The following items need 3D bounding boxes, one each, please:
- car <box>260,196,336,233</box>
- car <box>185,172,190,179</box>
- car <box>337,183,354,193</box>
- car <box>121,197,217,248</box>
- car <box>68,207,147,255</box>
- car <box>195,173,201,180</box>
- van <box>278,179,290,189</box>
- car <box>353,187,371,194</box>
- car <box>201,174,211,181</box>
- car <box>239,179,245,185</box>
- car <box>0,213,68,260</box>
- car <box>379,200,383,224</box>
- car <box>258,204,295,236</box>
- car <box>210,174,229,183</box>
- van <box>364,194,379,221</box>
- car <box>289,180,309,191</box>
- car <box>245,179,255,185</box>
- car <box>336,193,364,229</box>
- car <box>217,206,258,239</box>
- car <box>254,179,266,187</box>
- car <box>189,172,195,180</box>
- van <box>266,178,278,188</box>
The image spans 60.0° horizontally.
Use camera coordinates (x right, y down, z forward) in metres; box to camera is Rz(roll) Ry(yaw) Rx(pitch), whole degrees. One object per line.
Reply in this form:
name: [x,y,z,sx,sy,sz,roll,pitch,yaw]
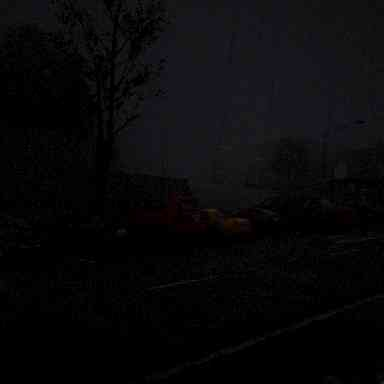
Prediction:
car: [5.385,1.263,20.274,5.566,2.045,2.435,-1,-1,35]
car: [0.290,-4.362,93.176,2.435,2.045,5.566,1,-1,35]
car: [26.216,-0.426,56.267,2.435,2.045,5.566,7,3,35]
car: [-1.993,1.248,15.096,5.566,2.045,2.435,-1,-1,35]
car: [-4.446,1.524,13.363,4.792,1.488,2.163,-1,-1,35]
car: [3.769,-3.850,88.342,2.185,1.767,4.553,6,3,34]
van: [19.292,-1.490,66.048,1.878,1.987,4.442,7,4,35]
car: [27.895,0.137,53.787,2.002,1.452,4.674,7,3,35]
car: [5.551,-3.698,85.867,2.435,2.045,5.566,7,4,34]
car: [12.462,-2.317,76.065,2.002,1.452,4.674,7,3,35]
car: [-6.874,1.493,11.628,4.892,1.521,2.231,-1,-1,35]
car: [12.870,1.403,25.364,4.553,1.767,2.185,-1,-1,36]
car: [2.950,1.549,18.528,4.674,1.452,2.002,-1,-1,35]
car: [7.392,-3.176,83.599,1.946,1.575,5.366,7,3,34]
van: [10.453,1.297,23.625,4.442,1.987,1.878,-1,-1,35]
car: [21.040,-0.992,63.677,2.231,1.521,4.892,7,3,35]
car: [14.192,-2.043,73.595,2.002,1.452,4.674,7,4,35]
car: [7.907,1.267,21.967,5.566,2.045,2.435,-1,-1,35]
car: [0.336,1.503,16.913,5.366,1.575,1.946,-1,-1,35]
car: [16.013,-1.812,71.266,1.946,1.575,5.366,7,3,35]
car: [2.051,-4.085,90.820,2.185,1.767,4.553,4,1,34]
van: [17.574,-1.764,68.527,1.878,1.987,4.442,7,4,35]
